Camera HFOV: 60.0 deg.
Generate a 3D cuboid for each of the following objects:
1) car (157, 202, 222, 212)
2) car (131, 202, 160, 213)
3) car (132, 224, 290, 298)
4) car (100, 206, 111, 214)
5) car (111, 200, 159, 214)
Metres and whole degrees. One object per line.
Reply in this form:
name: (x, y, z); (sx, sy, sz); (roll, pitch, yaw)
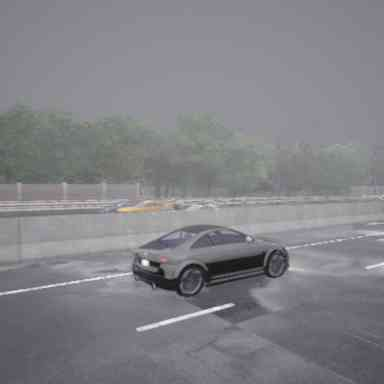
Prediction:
car: (0.414, 1.513, 21.355); (4.674, 1.442, 1.812); (0, 0, -35)
car: (-1.641, 1.585, 24.188); (4.718, 1.301, 1.895); (0, 0, -35)
car: (0.590, 1.541, 8.585); (4.181, 1.385, 1.994); (0, 0, -35)
car: (-5.866, 1.472, 29.774); (4.674, 1.442, 1.812); (0, 0, -35)
car: (-3.648, 1.464, 27.055); (5.008, 1.535, 1.882); (0, 0, -35)
